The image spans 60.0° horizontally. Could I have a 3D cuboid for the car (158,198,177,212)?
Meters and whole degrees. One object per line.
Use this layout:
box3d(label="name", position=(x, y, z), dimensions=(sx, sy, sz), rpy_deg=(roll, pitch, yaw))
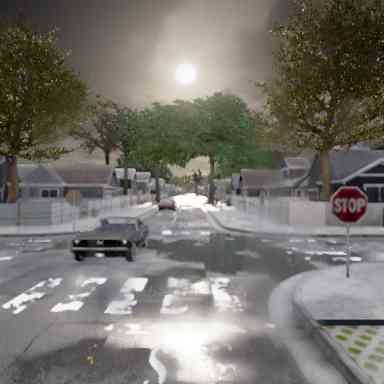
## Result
box3d(label="car", position=(-2.764, 1.451, 37.952), dimensions=(1.882, 1.535, 5.008), rpy_deg=(0, 0, 0))

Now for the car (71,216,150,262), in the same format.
box3d(label="car", position=(-2.754, 1.586, 12.169), dimensions=(1.895, 1.301, 4.718), rpy_deg=(0, 0, 0))
